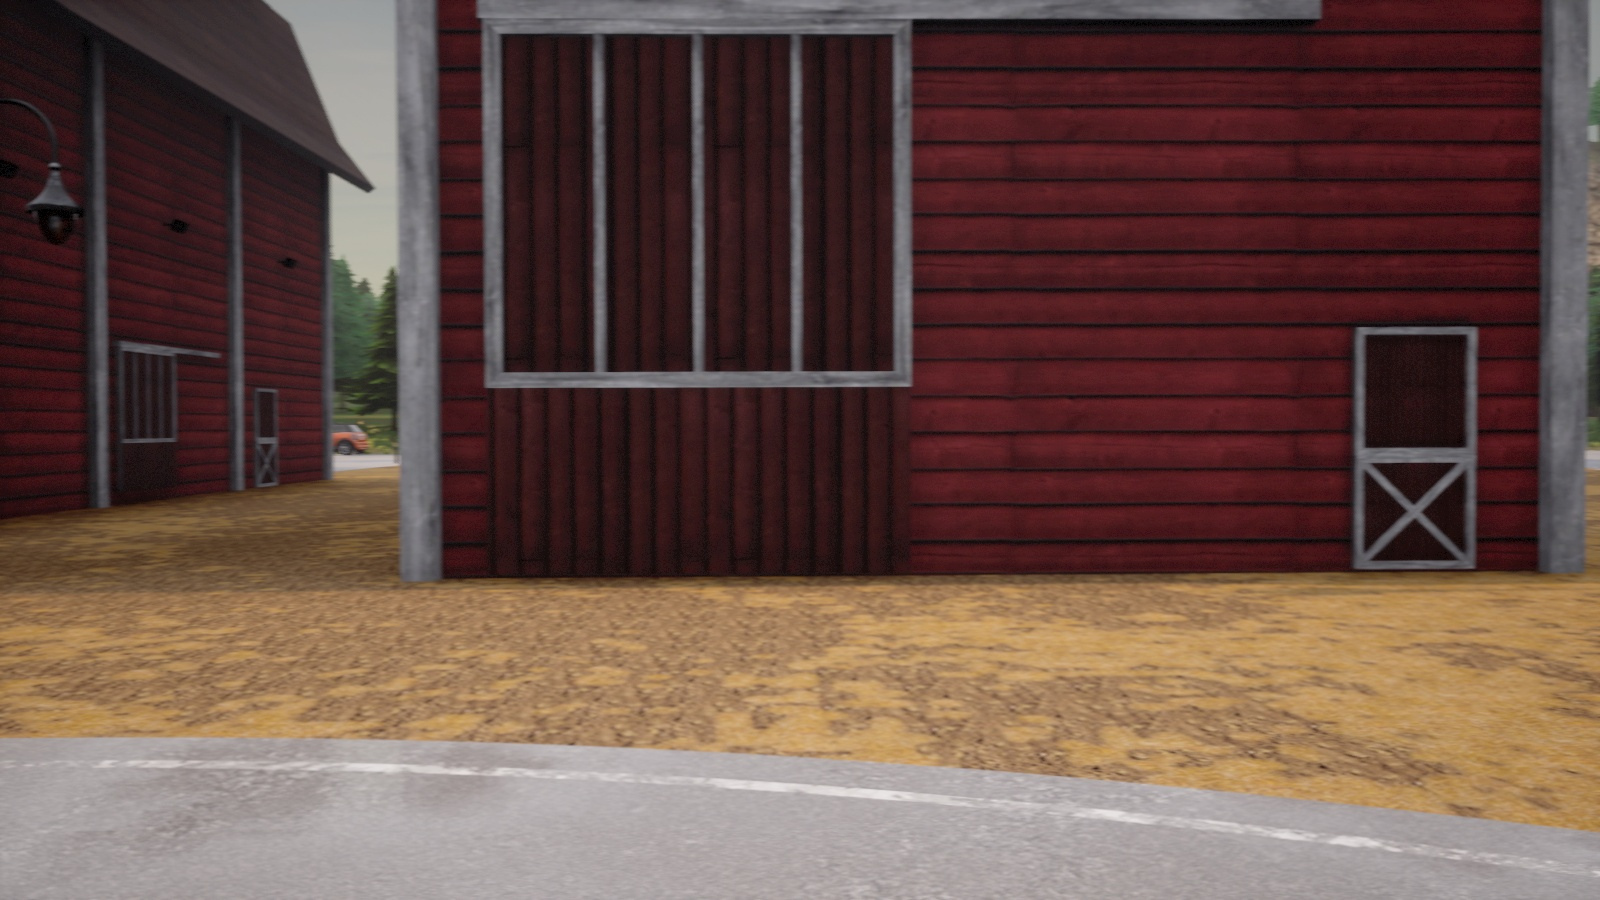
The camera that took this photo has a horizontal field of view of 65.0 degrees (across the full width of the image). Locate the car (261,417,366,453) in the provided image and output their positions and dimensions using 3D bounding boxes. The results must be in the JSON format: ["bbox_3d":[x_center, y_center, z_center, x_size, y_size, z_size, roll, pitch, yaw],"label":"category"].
[{"bbox_3d":[-24.911,-0.782,64.442,4.553,1.767,2.097,0,1,0],"label":"car"}]
